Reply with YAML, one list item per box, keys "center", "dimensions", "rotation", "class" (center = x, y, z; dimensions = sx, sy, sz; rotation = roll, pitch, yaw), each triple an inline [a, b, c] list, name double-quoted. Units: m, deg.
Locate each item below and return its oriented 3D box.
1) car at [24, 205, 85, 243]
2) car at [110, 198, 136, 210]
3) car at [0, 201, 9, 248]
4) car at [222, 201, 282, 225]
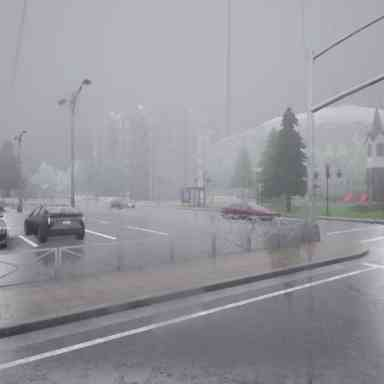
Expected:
- center: [-6.372, 1.340, 15.306]
  dimensions: [2.007, 1.523, 4.514]
  rotation: [0, 0, -36]
  class: "car"
- center: [-8.916, 1.493, 42.580]
  dimensions: [2.128, 1.511, 4.902]
  rotation: [0, 0, -36]
  class: "car"
- center: [-8.884, 1.331, 13.426]
  dimensions: [2.152, 1.636, 5.027]
  rotation: [0, 0, -36]
  class: "car"
- center: [4.313, 1.477, 24.579]
  dimensions: [1.882, 1.535, 5.008]
  rotation: [0, 0, -36]
  class: "car"
